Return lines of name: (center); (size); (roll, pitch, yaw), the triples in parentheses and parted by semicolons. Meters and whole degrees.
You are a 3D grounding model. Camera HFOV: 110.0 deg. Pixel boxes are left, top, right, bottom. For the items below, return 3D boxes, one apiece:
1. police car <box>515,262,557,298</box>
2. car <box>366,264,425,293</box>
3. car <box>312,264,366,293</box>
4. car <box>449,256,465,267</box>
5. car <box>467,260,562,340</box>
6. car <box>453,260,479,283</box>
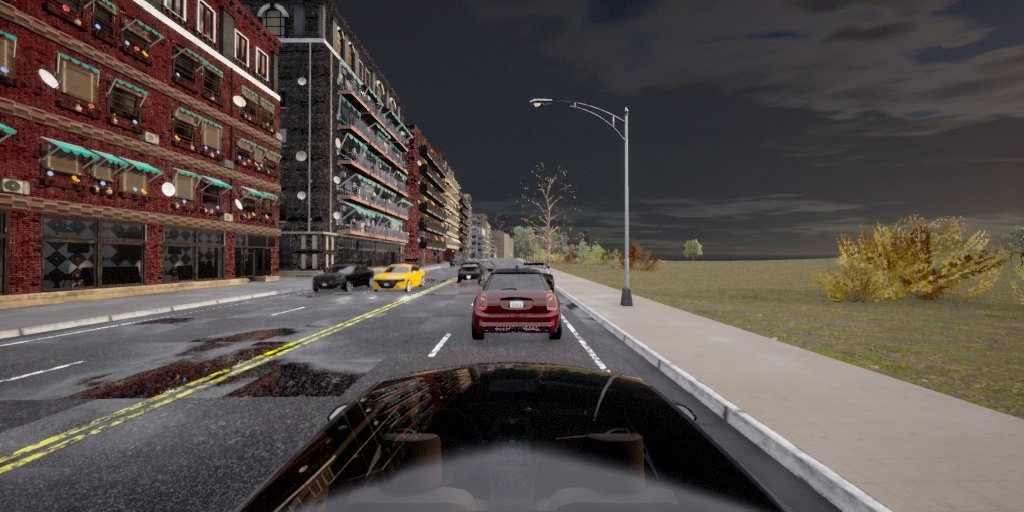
police car: (1.174, 1.177, 19.649); (1.930, 1.638, 5.238); (0, 0, 0)
car: (-6.560, 1.230, 21.259); (1.882, 1.535, 5.008); (0, 0, 0)
car: (-9.810, 1.230, 21.253); (1.882, 1.535, 5.008); (0, 0, 0)
car: (-9.670, 0.969, 63.986); (2.150, 2.045, 5.566); (0, 0, 1)
car: (0.113, 1.103, 10.154); (2.097, 1.767, 4.553); (0, 0, 0)
car: (-3.094, 1.256, 28.100); (1.837, 1.490, 4.892); (0, 0, 0)
